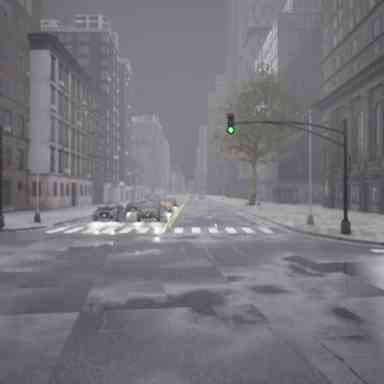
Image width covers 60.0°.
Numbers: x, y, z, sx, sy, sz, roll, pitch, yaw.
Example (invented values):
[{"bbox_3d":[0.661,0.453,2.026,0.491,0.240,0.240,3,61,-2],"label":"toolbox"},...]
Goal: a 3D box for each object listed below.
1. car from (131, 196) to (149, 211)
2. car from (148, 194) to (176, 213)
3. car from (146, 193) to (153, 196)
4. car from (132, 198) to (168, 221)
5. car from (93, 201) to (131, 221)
[{"bbox_3d":[-6.595,1.575,39.604,2.033,1.411,5.357,0,0,0],"label":"car"},{"bbox_3d":[-3.343,1.379,37.829,2.097,1.767,4.553,0,0,0],"label":"car"},{"bbox_3d":[-6.556,1.264,54.842,2.150,2.045,5.566,0,0,0],"label":"car"},{"bbox_3d":[-3.344,1.523,27.371,1.837,1.490,4.892,0,0,0],"label":"car"},{"bbox_3d":[-6.597,1.581,27.013,1.994,1.385,4.181,0,0,0],"label":"car"}]
